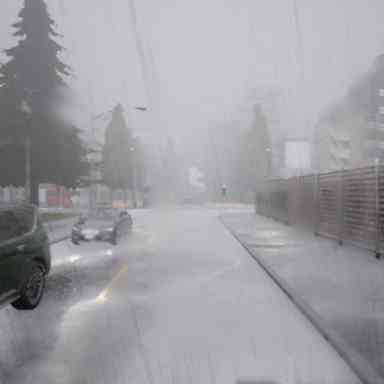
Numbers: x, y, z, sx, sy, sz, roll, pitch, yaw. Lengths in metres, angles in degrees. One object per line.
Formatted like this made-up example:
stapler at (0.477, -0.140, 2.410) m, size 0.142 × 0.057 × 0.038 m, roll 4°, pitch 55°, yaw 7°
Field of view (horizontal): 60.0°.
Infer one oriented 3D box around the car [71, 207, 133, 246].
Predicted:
car at (-3.969, 1.475, 15.408) m, size 2.128 × 1.511 × 4.902 m, roll 0°, pitch 0°, yaw 1°

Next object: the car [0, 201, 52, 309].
car at (-4.071, 1.194, 4.885) m, size 2.150 × 2.045 × 5.566 m, roll 0°, pitch 0°, yaw 1°
